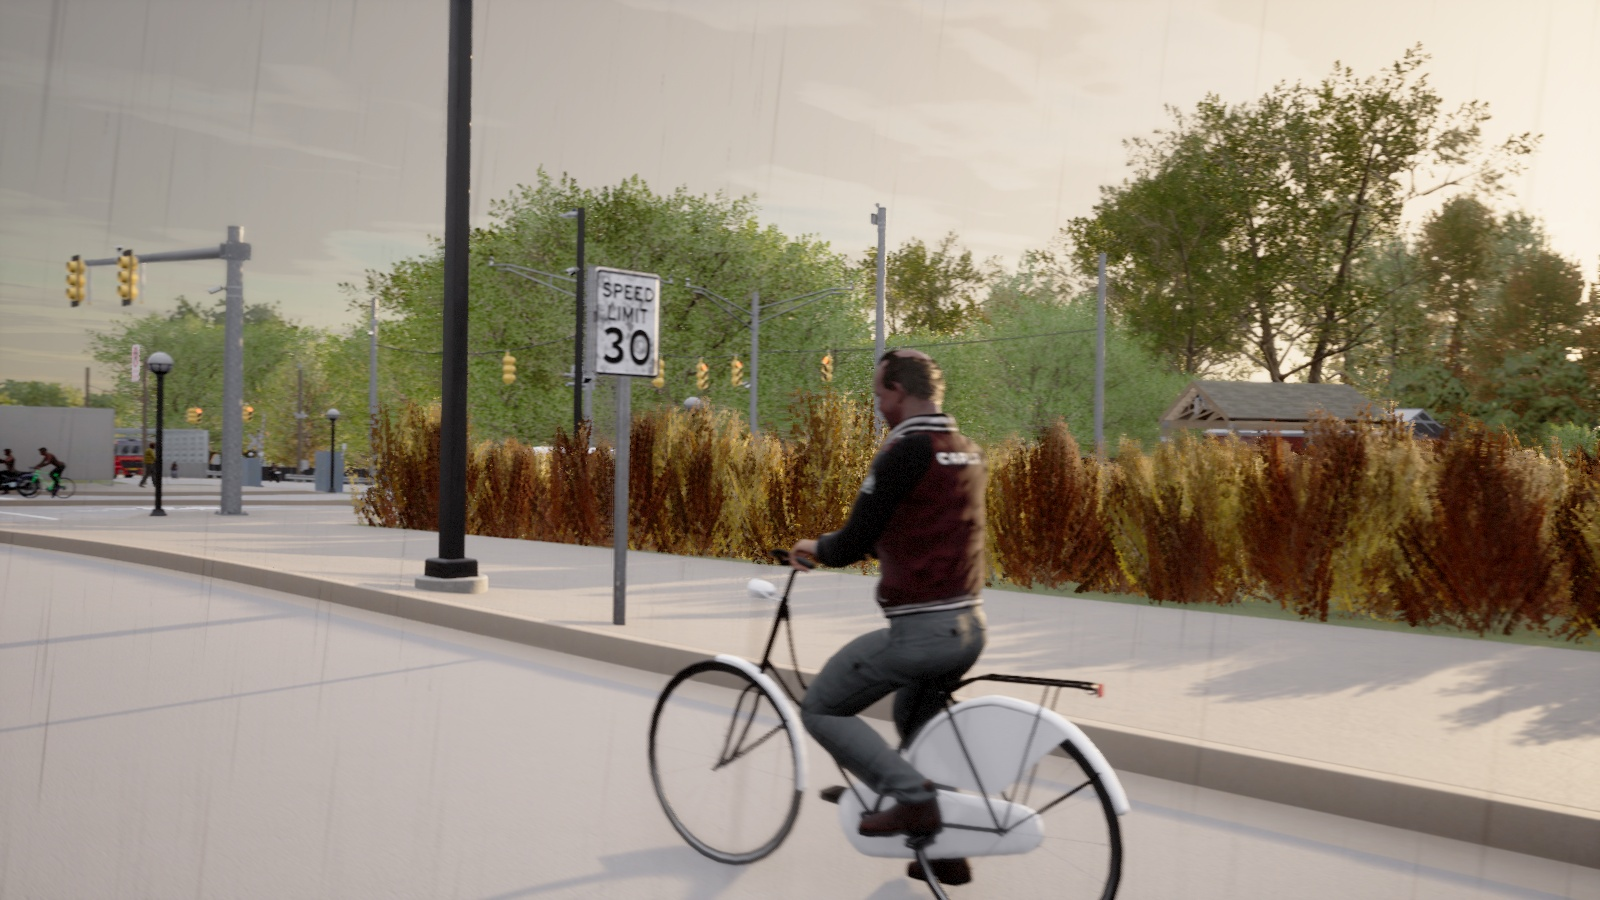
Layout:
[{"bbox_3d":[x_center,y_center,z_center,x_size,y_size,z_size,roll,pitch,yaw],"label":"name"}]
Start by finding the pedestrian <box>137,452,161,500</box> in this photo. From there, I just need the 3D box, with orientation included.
[{"bbox_3d":[-25.476,1.012,49.136,0.370,1.835,0.726,1,1,45],"label":"pedestrian"}]

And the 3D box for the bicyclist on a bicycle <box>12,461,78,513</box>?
[{"bbox_3d":[-23.820,1.162,39.648,0.582,1.620,1.656,-1,-2,42],"label":"bicyclist on a bicycle"}]

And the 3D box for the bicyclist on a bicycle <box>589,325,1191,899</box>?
[{"bbox_3d":[0.202,0.567,3.952,1.843,1.776,0.659,1,1,39],"label":"bicyclist on a bicycle"}]

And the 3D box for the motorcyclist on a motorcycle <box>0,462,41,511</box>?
[{"bbox_3d":[-26.727,1.216,41.823,2.350,1.649,0.766,2,-2,-45],"label":"motorcyclist on a motorcycle"}]
